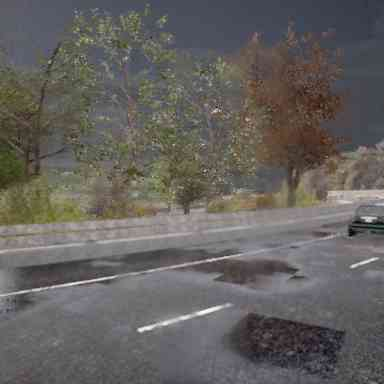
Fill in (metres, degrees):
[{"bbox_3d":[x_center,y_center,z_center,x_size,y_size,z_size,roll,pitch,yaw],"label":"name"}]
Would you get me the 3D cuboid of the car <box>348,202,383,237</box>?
[{"bbox_3d":[9.981,1.379,17.447,2.097,1.767,4.553,0,0,45],"label":"car"}]
